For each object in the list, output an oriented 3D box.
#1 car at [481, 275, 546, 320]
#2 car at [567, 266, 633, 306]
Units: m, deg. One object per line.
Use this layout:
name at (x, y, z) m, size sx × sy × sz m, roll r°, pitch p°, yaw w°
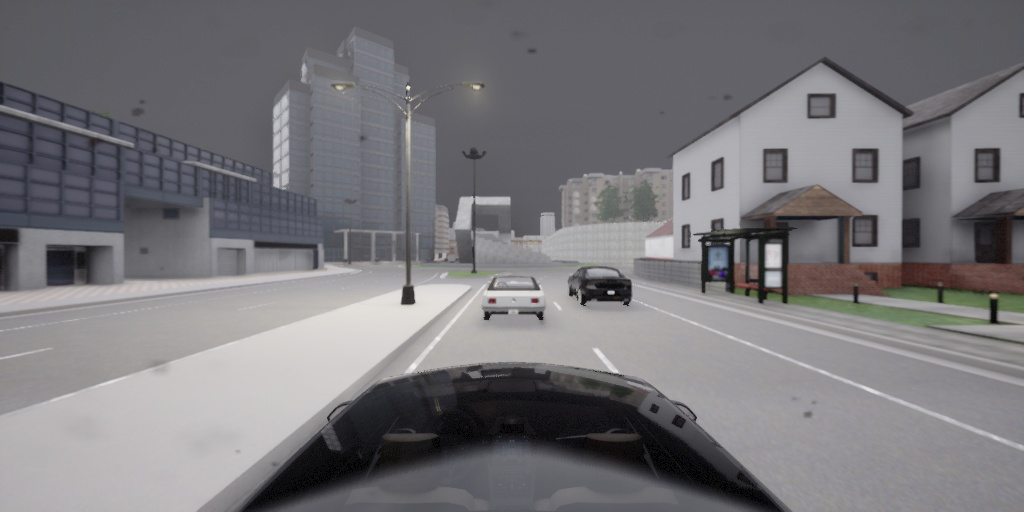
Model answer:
car at (0.063, 1.290, 12.392) m, size 1.895 × 1.301 × 4.718 m, roll 0°, pitch 0°, yaw 0°
car at (3.580, 1.150, 15.372) m, size 1.882 × 1.535 × 5.008 m, roll 0°, pitch 0°, yaw 0°
